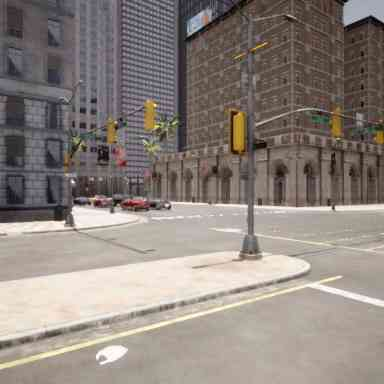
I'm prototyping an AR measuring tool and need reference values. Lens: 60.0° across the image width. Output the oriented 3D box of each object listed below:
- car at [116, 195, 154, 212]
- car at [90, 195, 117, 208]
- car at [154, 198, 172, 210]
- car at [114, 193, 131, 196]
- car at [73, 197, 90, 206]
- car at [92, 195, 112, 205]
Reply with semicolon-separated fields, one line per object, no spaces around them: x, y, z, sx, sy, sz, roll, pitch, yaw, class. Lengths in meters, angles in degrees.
-6.829;1.477;39.627;1.882;1.535;5.008;0;0;-36;car
-12.638;1.564;47.748;1.994;1.385;4.181;0;0;-35;car
-4.431;1.491;42.287;2.128;1.511;4.902;0;0;-36;car
-10.166;1.221;50.319;2.150;2.045;5.566;0;0;-35;car
-18.682;1.547;56.367;2.033;1.411;5.357;0;0;-35;car
-15.848;1.352;58.452;2.097;1.767;4.553;0;0;-35;car
